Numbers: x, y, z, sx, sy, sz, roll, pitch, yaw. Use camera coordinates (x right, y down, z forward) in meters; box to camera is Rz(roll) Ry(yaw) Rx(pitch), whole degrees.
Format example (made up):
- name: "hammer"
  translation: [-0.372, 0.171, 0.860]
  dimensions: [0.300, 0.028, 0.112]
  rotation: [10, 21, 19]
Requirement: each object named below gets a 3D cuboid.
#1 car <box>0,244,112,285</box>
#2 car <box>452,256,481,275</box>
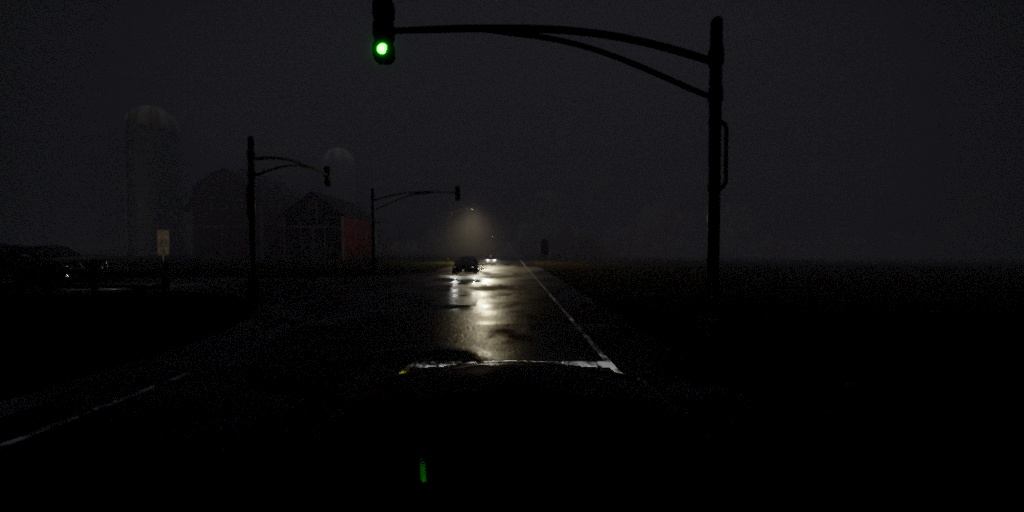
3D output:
- name: "car"
  translation: [-23.597, 0.431, 17.889]
  dimensions: [5.566, 2.045, 2.150]
  rotation: [1, 2, 0]
- name: "car"
  translation: [-3.648, 0.741, 29.042]
  dimensions: [1.812, 1.442, 4.674]
  rotation: [0, 1, 0]
